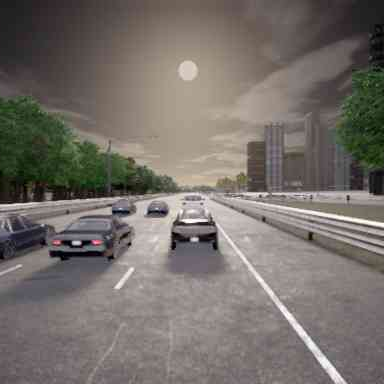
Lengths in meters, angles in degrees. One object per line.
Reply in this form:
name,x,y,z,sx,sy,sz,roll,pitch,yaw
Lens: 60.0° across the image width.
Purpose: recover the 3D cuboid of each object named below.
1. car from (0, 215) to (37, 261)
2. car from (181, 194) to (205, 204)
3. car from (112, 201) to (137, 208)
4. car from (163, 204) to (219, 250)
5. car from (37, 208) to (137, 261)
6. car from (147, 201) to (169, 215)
car,-6.903,1.549,12.271,2.033,1.411,5.357,0,0,0
car,0.093,1.223,32.513,2.150,2.045,5.566,0,0,0
car,-6.906,1.566,34.176,1.994,1.385,4.181,0,0,0
car,0.095,1.492,14.392,2.128,1.511,4.902,0,0,0
car,-3.403,1.548,12.307,2.033,1.411,5.357,0,0,0
car,-3.407,1.566,34.082,1.994,1.385,4.181,0,0,0
